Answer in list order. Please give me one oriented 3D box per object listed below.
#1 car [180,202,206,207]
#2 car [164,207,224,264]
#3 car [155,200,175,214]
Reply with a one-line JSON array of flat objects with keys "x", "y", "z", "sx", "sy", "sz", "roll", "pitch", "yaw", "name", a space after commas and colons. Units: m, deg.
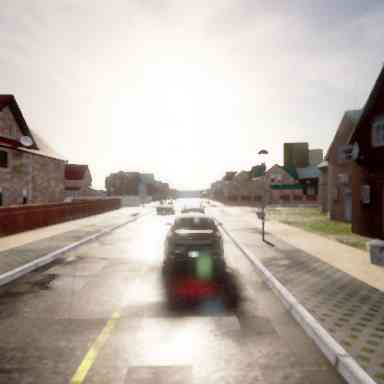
[{"x": 0.068, "y": 1.514, "z": 25.769, "sx": 2.128, "sy": 1.511, "sz": 4.902, "roll": 0, "pitch": 0, "yaw": 0, "name": "car"}, {"x": 0.072, "y": 1.499, "z": 11.754, "sx": 1.837, "sy": 1.490, "sz": 4.892, "roll": 0, "pitch": 0, "yaw": 0, "name": "car"}, {"x": -2.789, "y": 1.606, "z": 36.168, "sx": 2.033, "sy": 1.411, "sz": 5.357, "roll": 0, "pitch": 0, "yaw": 1, "name": "car"}]
